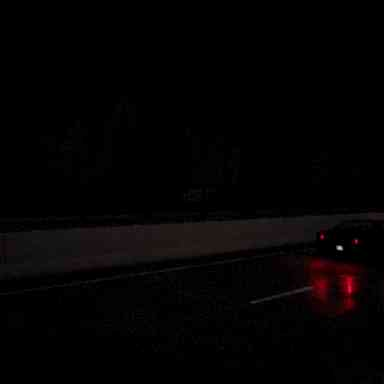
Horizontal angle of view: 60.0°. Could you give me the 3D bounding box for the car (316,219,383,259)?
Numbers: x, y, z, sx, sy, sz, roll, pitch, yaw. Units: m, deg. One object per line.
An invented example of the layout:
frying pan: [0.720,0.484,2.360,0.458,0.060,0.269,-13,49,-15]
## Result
car: [7.128,1.746,13.226,4.718,1.301,1.895,1,0,-35]
